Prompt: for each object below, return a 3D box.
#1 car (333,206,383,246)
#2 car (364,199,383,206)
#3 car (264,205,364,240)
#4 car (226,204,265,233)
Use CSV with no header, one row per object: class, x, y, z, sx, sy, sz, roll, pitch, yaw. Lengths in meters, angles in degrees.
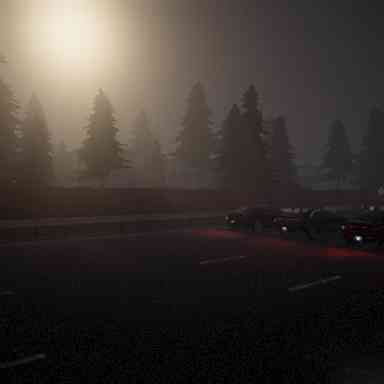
car,8.327,1.516,14.108,4.892,1.490,1.837,0,0,-35
car,16.449,1.365,28.499,4.553,1.767,2.097,0,0,-35
car,6.294,1.494,16.957,4.902,1.511,2.128,0,0,-35
car,4.262,1.484,19.806,5.008,1.535,1.882,0,0,-35
